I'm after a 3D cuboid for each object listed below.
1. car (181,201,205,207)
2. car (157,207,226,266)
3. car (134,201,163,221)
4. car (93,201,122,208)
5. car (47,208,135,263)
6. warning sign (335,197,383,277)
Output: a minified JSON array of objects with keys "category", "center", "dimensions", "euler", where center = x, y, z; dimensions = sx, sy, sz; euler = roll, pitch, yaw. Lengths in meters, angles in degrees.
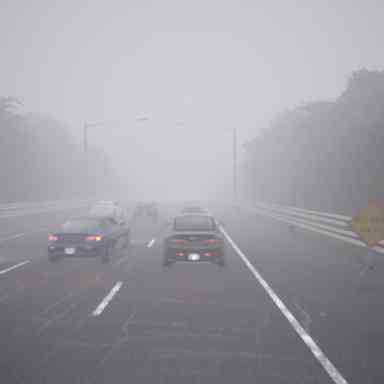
[{"category":"car","center":[0.068,1.450,27.141],"dimensions":[1.812,1.442,4.674],"euler":[0,0,0]},{"category":"car","center":[0.069,1.474,11.348],"dimensions":[1.837,1.490,4.892],"euler":[0,0,0]},{"category":"car","center":[-3.436,1.419,26.258],"dimensions":[2.128,1.511,4.902],"euler":[0,0,0]},{"category":"car","center":[-6.930,1.449,27.286],"dimensions":[1.812,1.442,4.674],"euler":[0,0,0]},{"category":"car","center":[-3.432,1.493,11.687],"dimensions":[1.812,1.442,4.674],"euler":[0,0,0]},{"category":"warning sign","center":[4.575,1.093,8.527],"dimensions":[1.300,1.860,1.060],"euler":[2,2,0]}]
